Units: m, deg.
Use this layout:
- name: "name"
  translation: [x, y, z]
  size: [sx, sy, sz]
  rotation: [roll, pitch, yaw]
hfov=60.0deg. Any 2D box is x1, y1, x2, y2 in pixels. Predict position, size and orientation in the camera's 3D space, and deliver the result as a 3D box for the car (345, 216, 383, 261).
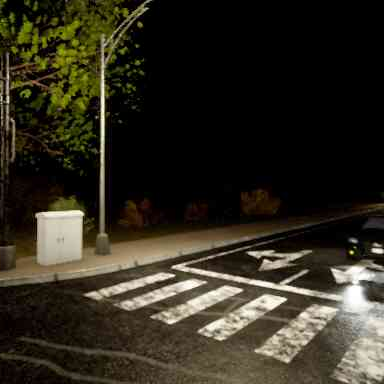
- name: "car"
  translation: [6.701, 1.548, 11.356]
  size: [1.994, 1.385, 4.181]
  rotation: [0, 0, 38]
